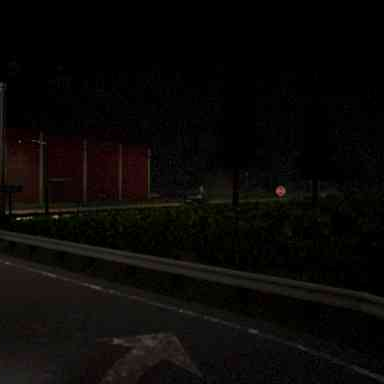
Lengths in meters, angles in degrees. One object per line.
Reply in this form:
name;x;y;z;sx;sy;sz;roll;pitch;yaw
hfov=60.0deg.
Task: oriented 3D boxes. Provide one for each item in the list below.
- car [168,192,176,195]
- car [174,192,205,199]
car;-4.710;0.814;85.613;1.816;1.474;4.193;1;1;36
car;0.149;1.162;46.069;2.128;1.511;4.902;1;1;37
